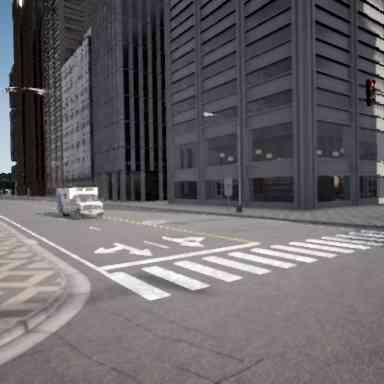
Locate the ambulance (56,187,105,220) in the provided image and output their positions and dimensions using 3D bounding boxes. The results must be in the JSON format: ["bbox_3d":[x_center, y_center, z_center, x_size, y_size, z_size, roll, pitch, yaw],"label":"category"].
[{"bbox_3d":[-9.061,0.854,26.915,2.351,2.431,6.366,-2,1,-35],"label":"ambulance"}]
